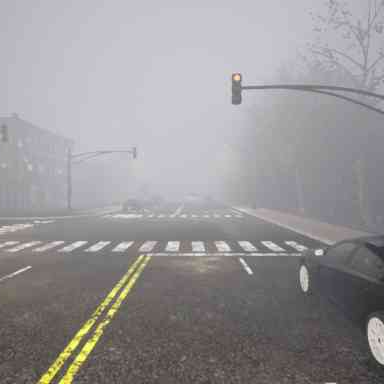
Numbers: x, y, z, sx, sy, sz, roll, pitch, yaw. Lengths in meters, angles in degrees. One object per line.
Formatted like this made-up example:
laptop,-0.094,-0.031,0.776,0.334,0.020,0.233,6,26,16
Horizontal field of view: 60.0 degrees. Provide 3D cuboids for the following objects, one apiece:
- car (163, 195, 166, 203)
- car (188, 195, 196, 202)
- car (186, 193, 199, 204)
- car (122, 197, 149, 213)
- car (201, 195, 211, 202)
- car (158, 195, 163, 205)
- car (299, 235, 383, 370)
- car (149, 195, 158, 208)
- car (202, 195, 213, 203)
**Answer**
car,-6.509,1.328,66.725,2.097,1.767,4.553,0,0,0
car,0.021,1.509,79.299,2.033,1.411,5.357,0,0,0
car,0.109,1.200,64.942,2.150,2.045,5.566,0,0,1
car,-6.581,1.481,37.613,2.128,1.511,4.902,0,0,0
car,3.270,1.494,79.178,2.128,1.511,4.902,0,0,0
car,-6.569,1.458,56.646,1.882,1.535,5.008,0,0,0
car,3.344,1.477,5.663,1.882,1.535,5.008,0,0,1
car,-6.577,1.476,47.071,2.128,1.511,4.902,0,0,0
car,3.370,1.480,68.989,1.837,1.490,4.892,0,0,0
